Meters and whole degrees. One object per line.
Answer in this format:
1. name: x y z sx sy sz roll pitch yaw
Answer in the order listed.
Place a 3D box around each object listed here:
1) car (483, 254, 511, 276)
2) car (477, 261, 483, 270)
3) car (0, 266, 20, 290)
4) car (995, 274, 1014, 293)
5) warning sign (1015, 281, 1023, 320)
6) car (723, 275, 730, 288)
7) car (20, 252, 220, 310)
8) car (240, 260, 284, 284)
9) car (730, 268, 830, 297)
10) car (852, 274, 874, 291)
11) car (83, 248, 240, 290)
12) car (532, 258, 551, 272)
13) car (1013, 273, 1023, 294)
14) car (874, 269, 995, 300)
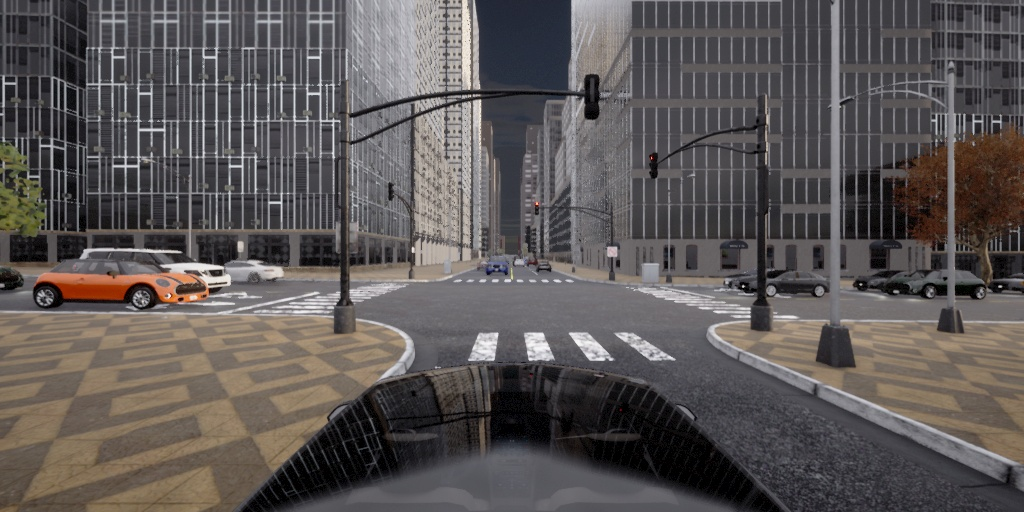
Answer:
1. car: -1.473 0.981 37.392 2.150 2.045 5.566 0 0 0
2. car: -3.996 1.334 50.815 1.802 1.307 4.207 0 0 0
3. car: -24.621 0.673 15.599 4.553 1.767 2.097 1 0 -2
4. car: 36.442 1.929 25.086 4.892 1.490 1.837 1 0 -2
5. warning sign: 17.280 1.202 11.506 1.060 1.860 1.300 0 0 -3
6. car: 16.899 1.565 24.202 4.902 1.511 2.128 1 0 -3
7. car: -13.726 0.874 12.839 4.553 1.767 2.097 1 0 -3
8. car: -16.984 0.983 22.595 4.674 1.442 1.812 1 0 -2
9. car: 15.810 1.561 20.910 4.892 1.490 1.837 1 0 -4
10. car: 26.284 1.747 24.629 4.892 1.490 1.837 1 0 -3
11. car: -15.927 0.702 15.992 5.566 2.045 2.150 1 0 -3
12. car: 3.954 1.321 45.317 1.948 1.339 4.313 0 0 0
13. car: 34.566 1.939 21.749 5.357 1.411 2.033 1 0 -2
14. car: 24.981 1.572 21.316 4.553 1.767 2.097 1 0 -3
